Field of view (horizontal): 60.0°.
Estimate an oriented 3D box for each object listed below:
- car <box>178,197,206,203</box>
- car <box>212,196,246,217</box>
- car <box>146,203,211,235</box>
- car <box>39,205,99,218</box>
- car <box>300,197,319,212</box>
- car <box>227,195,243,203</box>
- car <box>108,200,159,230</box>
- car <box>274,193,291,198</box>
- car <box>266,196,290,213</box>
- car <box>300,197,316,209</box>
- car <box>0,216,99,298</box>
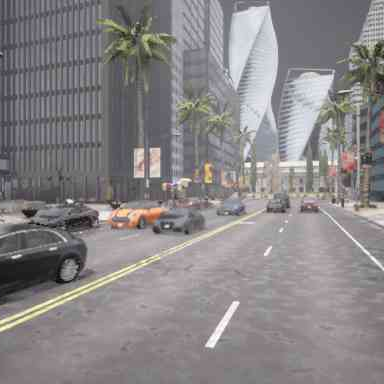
[{"bbox_3d":[-0.272,1.357,40.302,2.185,1.767,4.553,0,0,18],"label":"car"},{"bbox_3d":[3.804,1.353,31.902,2.097,1.767,4.553,0,0,19],"label":"car"},{"bbox_3d":[-0.637,1.565,18.813,1.994,1.385,4.181,0,0,19],"label":"car"},{"bbox_3d":[-7.373,1.515,19.552,2.161,1.482,4.786,0,0,18],"label":"car"},{"bbox_3d":[13.498,1.528,38.366,1.812,1.442,4.674,0,0,18],"label":"car"},{"bbox_3d":[8.858,1.485,68.223,2.231,1.521,4.892,0,0,18],"label":"car"},{"bbox_3d":[-3.452,1.356,21.397,2.097,1.767,4.553,0,0,19],"label":"car"},{"bbox_3d":[12.648,1.224,47.000,2.150,2.045,5.566,0,0,19],"label":"car"},{"bbox_3d":[9.502,1.494,37.421,2.128,1.511,4.902,0,0,18],"label":"car"},{"bbox_3d":[16.477,1.494,47.470,2.128,1.511,4.902,0,0,18],"label":"car"},{"bbox_3d":[-4.388,1.526,7.242,1.837,1.490,4.892,1,0,23],"label":"car"}]
